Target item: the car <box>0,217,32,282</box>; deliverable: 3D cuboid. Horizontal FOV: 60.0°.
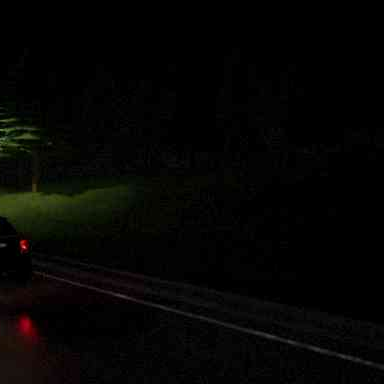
[{"bbox_3d":[-6.133,1.332,8.522,4.553,1.767,2.097,0,0,36],"label":"car"}]
